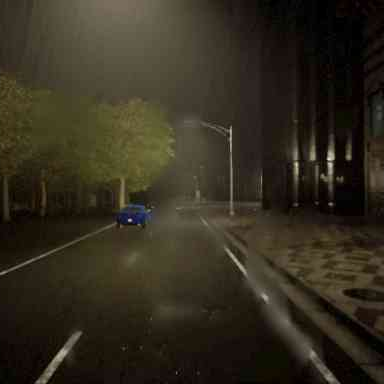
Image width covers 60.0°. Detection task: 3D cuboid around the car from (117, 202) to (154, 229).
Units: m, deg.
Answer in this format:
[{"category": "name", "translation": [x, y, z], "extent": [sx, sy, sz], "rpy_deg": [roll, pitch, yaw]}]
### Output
[{"category": "car", "translation": [-4.031, 1.677, 23.649], "extent": [1.882, 1.535, 5.008], "rpy_deg": [0, 0, -2]}]

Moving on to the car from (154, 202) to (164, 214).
[{"category": "car", "translation": [-4.521, 1.904, 40.738], "extent": [1.994, 1.385, 4.181], "rpy_deg": [0, 0, -2]}]
